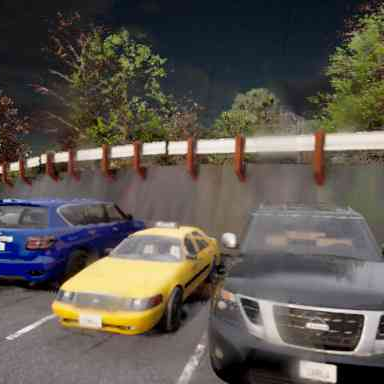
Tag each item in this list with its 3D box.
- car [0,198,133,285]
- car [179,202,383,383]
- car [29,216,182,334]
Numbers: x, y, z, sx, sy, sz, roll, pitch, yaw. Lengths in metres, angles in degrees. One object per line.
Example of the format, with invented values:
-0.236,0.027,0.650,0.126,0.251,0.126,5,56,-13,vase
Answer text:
-3.069,1.180,9.095,2.435,2.045,5.566,0,0,15,car
1.832,1.224,5.525,2.435,2.045,5.566,1,0,16,car
-0.665,1.448,7.129,1.946,1.575,5.366,1,0,15,car
